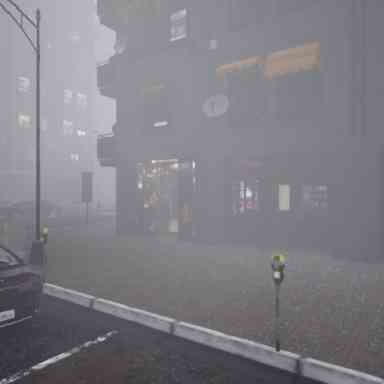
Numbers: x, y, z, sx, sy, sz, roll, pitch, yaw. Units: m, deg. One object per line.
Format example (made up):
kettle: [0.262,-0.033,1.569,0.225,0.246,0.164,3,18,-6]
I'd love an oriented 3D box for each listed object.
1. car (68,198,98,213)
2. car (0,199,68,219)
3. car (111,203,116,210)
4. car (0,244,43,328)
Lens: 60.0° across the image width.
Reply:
car: [-10.944,1.245,30.490,1.752,1.417,4.829,1,1,35]
car: [-11.984,1.304,24.440,1.837,1.490,4.892,0,0,34]
car: [-5.590,1.189,33.652,2.033,1.411,5.357,0,1,35]
car: [-4.465,1.550,6.056,4.403,1.369,2.008,0,0,35]
